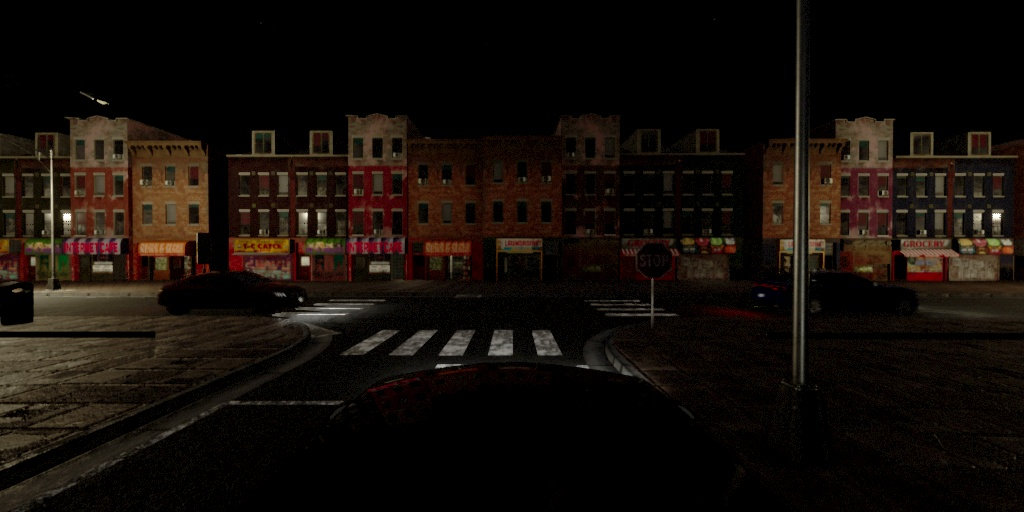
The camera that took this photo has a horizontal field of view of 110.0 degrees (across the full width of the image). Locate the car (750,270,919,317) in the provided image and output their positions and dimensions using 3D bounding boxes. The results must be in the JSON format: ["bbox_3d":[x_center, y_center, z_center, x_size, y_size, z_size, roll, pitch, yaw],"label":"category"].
[{"bbox_3d":[11.321,1.250,12.750,5.008,1.535,1.882,0,1,0],"label":"car"}]

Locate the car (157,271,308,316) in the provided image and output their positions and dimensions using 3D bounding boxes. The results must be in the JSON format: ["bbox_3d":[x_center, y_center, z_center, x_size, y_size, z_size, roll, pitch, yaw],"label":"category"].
[{"bbox_3d":[-9.890,1.276,12.822,4.674,1.442,1.812,0,1,0],"label":"car"}]
